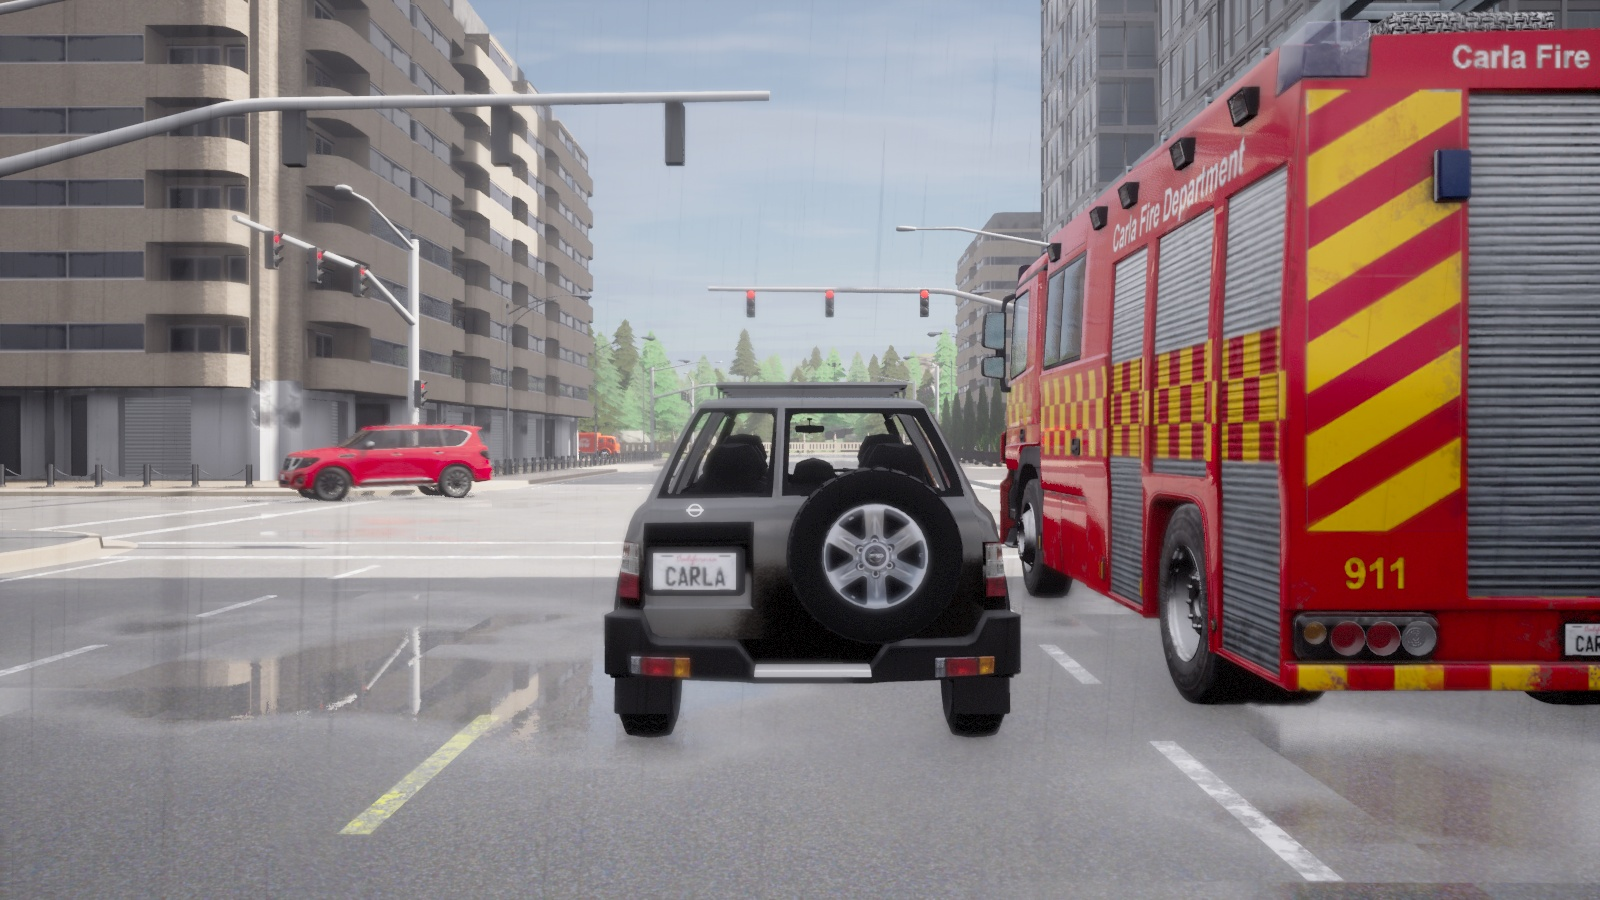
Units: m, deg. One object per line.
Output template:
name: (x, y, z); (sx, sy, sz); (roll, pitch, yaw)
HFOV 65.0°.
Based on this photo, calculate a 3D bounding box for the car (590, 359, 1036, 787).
car: (0.061, 0.520, 7.741); (1.932, 1.855, 4.605); (0, 0, 0)

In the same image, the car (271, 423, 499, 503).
car: (-11.340, 0.302, 34.519); (5.566, 2.045, 2.150); (-1, 1, -34)

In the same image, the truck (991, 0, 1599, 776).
truck: (3.573, -0.471, 9.880); (2.891, 3.827, 8.468); (0, 0, 0)
